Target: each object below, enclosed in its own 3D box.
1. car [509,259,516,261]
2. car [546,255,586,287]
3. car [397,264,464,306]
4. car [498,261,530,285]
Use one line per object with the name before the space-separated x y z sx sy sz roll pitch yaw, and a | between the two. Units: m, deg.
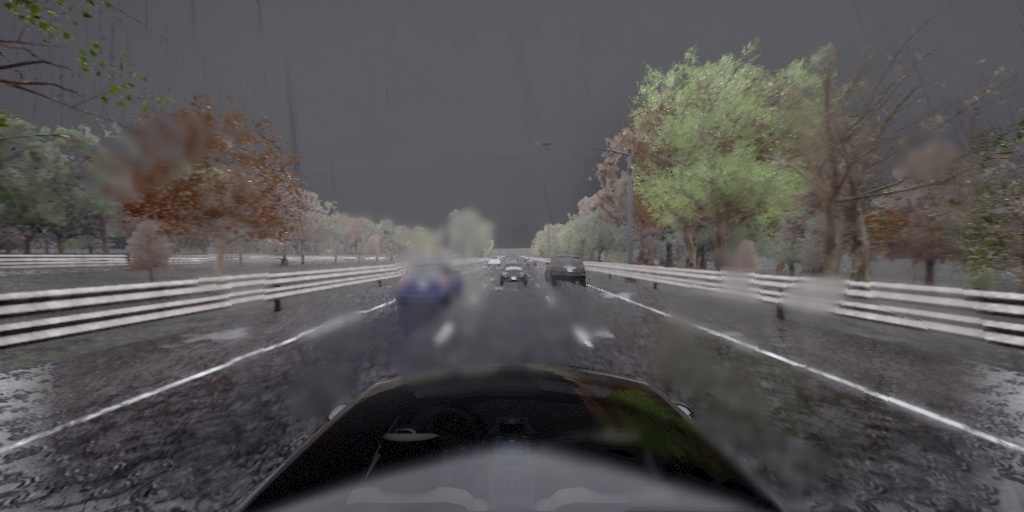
car | 0.126 1.316 65.102 2.033 1.411 5.357 0 0 0
car | 3.608 0.982 24.707 2.150 2.045 5.566 0 0 0
car | -3.395 1.109 15.776 2.097 1.767 4.553 0 0 0
car | 0.111 1.287 25.938 1.812 1.442 4.674 0 0 0
